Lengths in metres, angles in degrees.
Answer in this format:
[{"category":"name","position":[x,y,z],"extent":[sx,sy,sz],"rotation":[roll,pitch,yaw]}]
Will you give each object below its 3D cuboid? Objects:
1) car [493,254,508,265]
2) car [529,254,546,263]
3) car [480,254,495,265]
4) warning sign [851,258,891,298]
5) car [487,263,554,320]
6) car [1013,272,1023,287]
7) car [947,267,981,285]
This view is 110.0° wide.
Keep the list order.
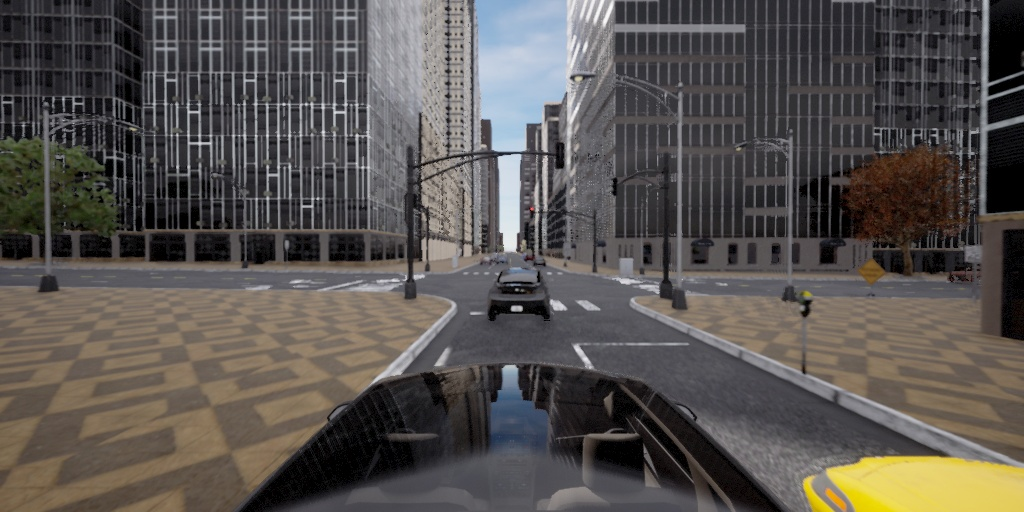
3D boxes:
[{"category":"car","position":[-1.612,0.719,58.321],"extent":[1.994,1.385,4.181],"rotation":[0,1,0]},{"category":"car","position":[3.847,0.803,51.004],"extent":[1.948,1.339,4.313],"rotation":[0,0,0]},{"category":"car","position":[-4.116,0.758,56.482],"extent":[1.802,1.307,4.207],"rotation":[0,0,0]},{"category":"warning sign","position":[17.254,1.039,17.228],"extent":[1.060,1.860,1.300],"rotation":[0,0,-3]},{"category":"car","position":[0.349,1.145,12.035],"extent":[1.837,1.490,4.892],"rotation":[0,1,5]},{"category":"car","position":[42.018,1.816,27.854],"extent":[4.181,1.385,1.994],"rotation":[1,1,-2]},{"category":"car","position":[40.841,1.673,31.054],"extent":[5.008,1.535,1.882],"rotation":[1,1,-3]}]
